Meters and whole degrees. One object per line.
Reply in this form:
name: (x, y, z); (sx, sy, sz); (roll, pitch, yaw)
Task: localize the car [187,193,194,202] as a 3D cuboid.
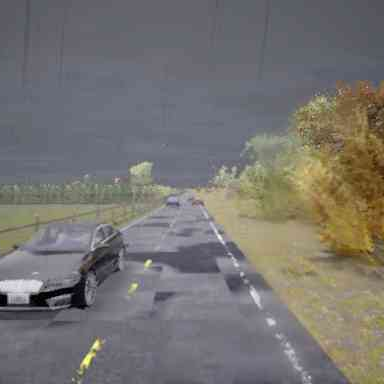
car: (-0.019, 1.412, 71.431); (1.895, 1.301, 4.718); (0, 0, 0)

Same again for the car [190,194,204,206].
car: (0.948, 1.452, 53.384); (1.812, 1.442, 4.674); (0, 0, 0)

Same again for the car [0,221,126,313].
car: (-2.853, 1.488, 7.925); (2.128, 1.511, 4.902); (0, 0, 0)

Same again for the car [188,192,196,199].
car: (-0.024, 0.983, 91.939); (2.097, 1.767, 4.553); (0, 0, 0)

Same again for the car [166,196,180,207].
car: (-2.831, 1.411, 50.193); (1.882, 1.535, 5.008); (0, 0, 0)
